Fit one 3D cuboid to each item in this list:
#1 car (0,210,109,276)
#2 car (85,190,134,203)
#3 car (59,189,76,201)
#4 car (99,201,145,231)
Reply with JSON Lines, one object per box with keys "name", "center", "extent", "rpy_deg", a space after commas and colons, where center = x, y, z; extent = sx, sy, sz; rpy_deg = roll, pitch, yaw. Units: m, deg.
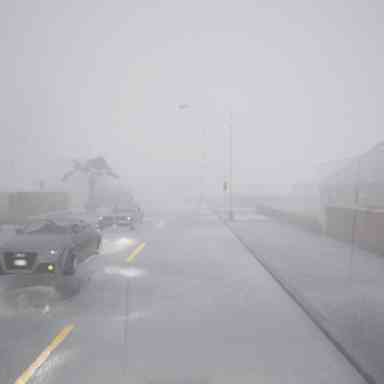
{"name": "car", "center": [-4.073, 1.466, 9.881], "extent": [1.994, 1.385, 4.181], "rpy_deg": [0, 1, 0]}
{"name": "car", "center": [-9.562, 0.841, 38.790], "extent": [5.566, 2.045, 2.150], "rpy_deg": [0, 0, 9]}
{"name": "car", "center": [-19.701, 0.486, 50.742], "extent": [1.905, 1.878, 3.866], "rpy_deg": [0, 1, 35]}
{"name": "car", "center": [-3.979, 1.411, 19.312], "extent": [1.895, 1.301, 4.718], "rpy_deg": [0, 1, 0]}
